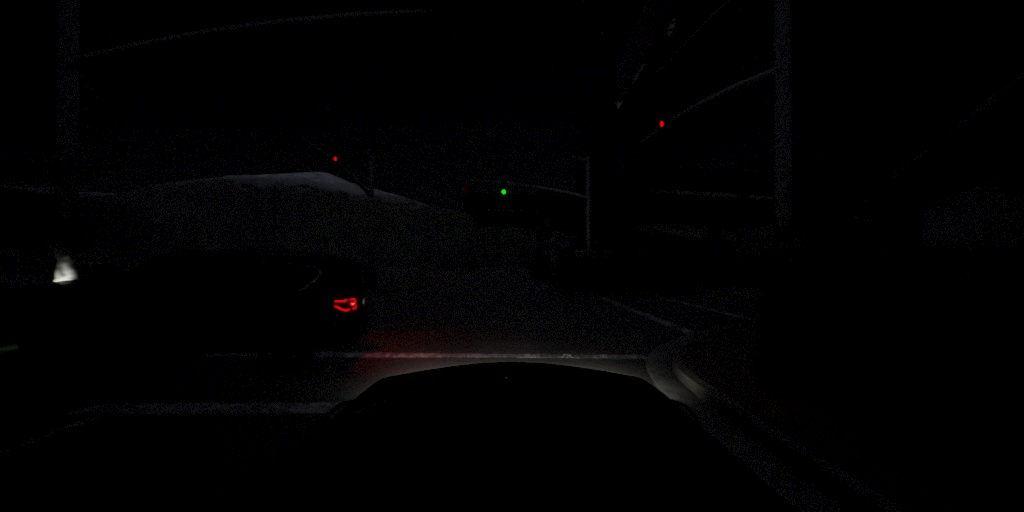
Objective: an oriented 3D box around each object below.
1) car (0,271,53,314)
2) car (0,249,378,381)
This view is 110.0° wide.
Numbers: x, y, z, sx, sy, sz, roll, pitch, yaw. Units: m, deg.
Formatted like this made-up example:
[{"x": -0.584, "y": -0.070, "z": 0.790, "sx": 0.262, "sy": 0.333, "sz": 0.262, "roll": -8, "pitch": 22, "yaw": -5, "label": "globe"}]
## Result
[{"x": -19.779, "y": 1.234, "z": 12.321, "sx": 5.357, "sy": 1.411, "sz": 2.033, "roll": 0, "pitch": -1, "yaw": 0, "label": "car"}, {"x": -5.721, "y": 0.892, "z": 6.868, "sx": 5.566, "sy": 2.045, "sz": 2.150, "roll": 3, "pitch": 3, "yaw": -17, "label": "car"}]
